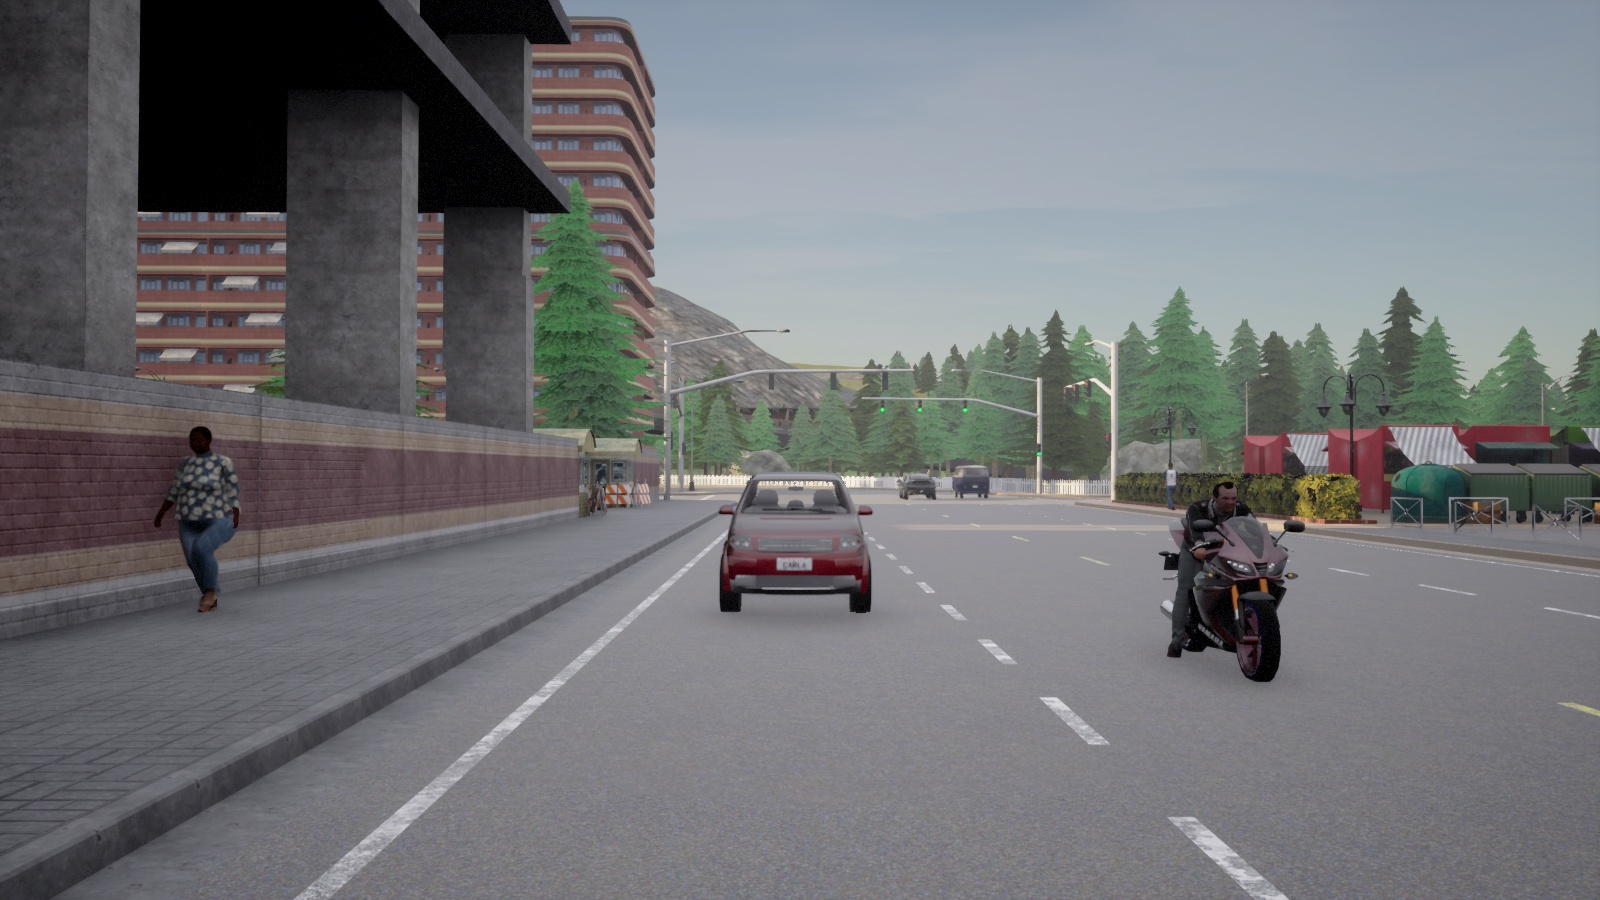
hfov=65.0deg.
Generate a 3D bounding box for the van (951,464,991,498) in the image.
[{"bbox_3d":[10.291,1.840,75.881,1.775,1.987,4.442,0,-1,0],"label":"van"}]

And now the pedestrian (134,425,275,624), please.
[{"bbox_3d":[-5.770,0.706,12.214,0.874,1.855,0.900,0,-1,9],"label":"pedestrian"}]

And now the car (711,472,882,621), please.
[{"bbox_3d":[-0.042,1.045,14.990,1.789,1.549,3.705,0,-1,0],"label":"car"}]

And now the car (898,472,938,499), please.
[{"bbox_3d":[6.800,2.057,72.860,1.837,1.490,4.892,0,-1,0],"label":"car"}]

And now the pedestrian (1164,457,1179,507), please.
[{"bbox_3d":[13.760,1.193,46.539,0.354,1.836,0.706,0,-1,0],"label":"pedestrian"}]

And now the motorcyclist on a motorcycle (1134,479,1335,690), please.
[{"bbox_3d":[3.471,1.008,10.294,0.866,1.530,2.191,0,-1,0],"label":"motorcyclist on a motorcycle"}]
